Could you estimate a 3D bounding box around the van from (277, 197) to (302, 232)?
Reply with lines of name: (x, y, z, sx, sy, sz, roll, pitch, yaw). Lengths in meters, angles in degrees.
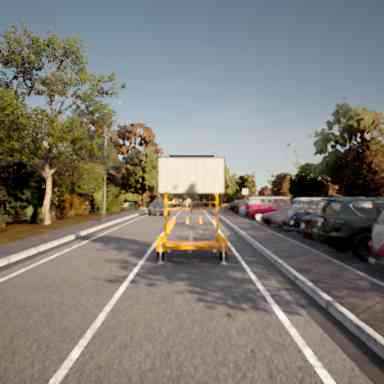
van: (6.956, 1.269, 17.055, 4.442, 1.987, 1.878, 0, -1, 0)

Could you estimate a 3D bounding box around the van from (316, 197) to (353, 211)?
van: (20.323, 1.660, 47.457, 4.442, 1.987, 1.878, 0, -1, 0)

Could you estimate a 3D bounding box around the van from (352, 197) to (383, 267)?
van: (6.942, 1.228, 8.742, 4.442, 1.987, 1.878, 0, 0, 0)

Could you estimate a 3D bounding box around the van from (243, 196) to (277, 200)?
van: (7.213, 1.437, 30.934, 4.442, 1.987, 1.878, 0, -1, 0)

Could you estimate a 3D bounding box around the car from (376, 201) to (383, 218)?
car: (20.171, 1.660, 30.842, 5.008, 1.535, 2.097, 0, -1, 0)

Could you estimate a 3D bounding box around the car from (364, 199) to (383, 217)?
car: (20.149, 1.567, 33.489, 4.553, 1.767, 2.185, 0, -1, 0)

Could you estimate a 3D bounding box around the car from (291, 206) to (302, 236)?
car: (7.097, 1.491, 14.269, 4.792, 1.488, 2.163, 0, 0, 0)

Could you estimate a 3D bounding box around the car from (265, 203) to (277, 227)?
car: (7.080, 1.569, 19.827, 4.674, 1.452, 2.002, 0, -1, 0)

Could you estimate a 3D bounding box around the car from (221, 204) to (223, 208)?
car: (7.131, 1.890, 47.579, 4.892, 1.521, 2.231, 0, -1, 0)

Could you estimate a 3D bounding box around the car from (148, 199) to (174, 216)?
car: (-3.320, 1.574, 34.726, 2.097, 1.767, 4.553, 0, -1, 0)

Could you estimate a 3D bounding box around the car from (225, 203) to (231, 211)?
car: (7.083, 1.512, 39.263, 5.566, 2.045, 2.435, 0, -1, 0)

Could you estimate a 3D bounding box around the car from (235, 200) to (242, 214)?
car: (7.104, 1.736, 33.707, 4.674, 1.452, 2.002, 0, -1, 0)

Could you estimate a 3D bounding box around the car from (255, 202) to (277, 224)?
car: (7.052, 1.592, 22.605, 4.792, 1.488, 2.163, 0, -1, 0)

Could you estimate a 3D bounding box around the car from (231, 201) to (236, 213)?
car: (7.136, 1.759, 36.483, 4.792, 1.488, 2.163, 0, -1, 0)

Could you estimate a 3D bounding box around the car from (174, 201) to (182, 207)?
car: (-3.175, 2.785, 75.568, 2.033, 1.411, 5.357, 0, -2, 0)

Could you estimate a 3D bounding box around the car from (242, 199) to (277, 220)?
car: (7.097, 1.629, 28.155, 5.008, 1.535, 2.097, 0, -1, 0)

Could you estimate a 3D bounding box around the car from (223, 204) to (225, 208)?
car: (7.127, 1.840, 44.807, 5.008, 1.535, 2.097, 0, -1, 0)

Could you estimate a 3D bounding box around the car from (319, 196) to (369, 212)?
car: (20.228, 1.583, 44.566, 5.566, 2.045, 2.435, 0, -1, 0)

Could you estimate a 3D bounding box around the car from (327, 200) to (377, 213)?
car: (20.010, 1.792, 41.795, 5.366, 1.575, 1.946, 0, -1, 0)

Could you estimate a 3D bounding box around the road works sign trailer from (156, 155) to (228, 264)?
road works sign trailer: (-0.018, 0.483, 11.862, 2.380, 3.560, 2.880, 0, 0, -1)

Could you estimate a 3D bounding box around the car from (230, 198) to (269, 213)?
car: (7.147, 1.674, 42.032, 4.553, 1.767, 2.185, 0, -1, 0)

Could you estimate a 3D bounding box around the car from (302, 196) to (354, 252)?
car: (7.091, 1.192, 11.518, 5.566, 2.045, 2.435, 0, 0, 0)

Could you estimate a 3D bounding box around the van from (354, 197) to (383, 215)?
van: (20.302, 1.500, 36.259, 4.442, 1.987, 1.878, 0, -1, 0)
